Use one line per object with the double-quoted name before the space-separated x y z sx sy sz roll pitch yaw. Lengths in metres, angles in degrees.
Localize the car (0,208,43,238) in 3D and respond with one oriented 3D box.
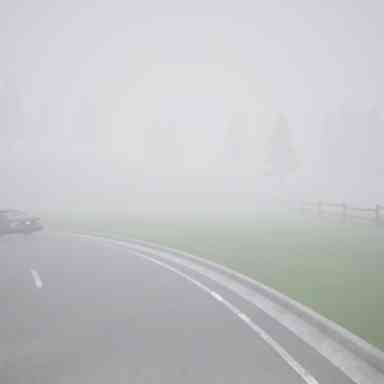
"car" -9.980 1.508 16.843 5.357 1.411 2.033 0 0 28
